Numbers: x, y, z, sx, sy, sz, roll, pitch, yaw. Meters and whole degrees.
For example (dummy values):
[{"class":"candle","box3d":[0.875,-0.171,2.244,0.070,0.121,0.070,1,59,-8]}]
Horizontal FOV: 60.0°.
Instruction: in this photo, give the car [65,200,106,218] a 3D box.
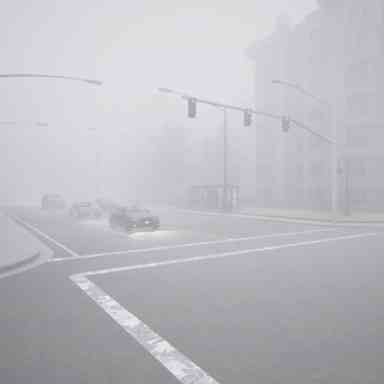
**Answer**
[{"class":"car","box3d":[-9.619,1.587,29.734,1.895,1.301,4.718,0,0,-33]}]

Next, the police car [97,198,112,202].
[{"class":"police car","box3d":[-9.982,1.476,36.908,2.038,1.542,4.974,0,0,-33]}]

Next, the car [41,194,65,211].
[{"class":"car","box3d":[-17.635,1.221,42.209,2.150,2.045,5.566,0,0,-33]}]

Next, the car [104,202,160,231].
[{"class":"car","box3d":[-3.622,1.541,20.472,1.994,1.385,4.181,0,0,-33]}]
